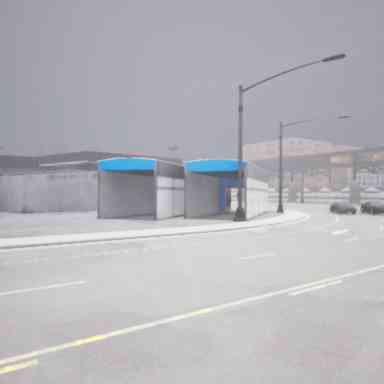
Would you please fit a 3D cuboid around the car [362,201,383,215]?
[{"bbox_3d":[21.296,1.830,38.760,1.882,1.535,5.008,0,-1,9],"label":"car"}]

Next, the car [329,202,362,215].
[{"bbox_3d":[17.929,1.879,39.707,2.033,1.411,5.357,0,0,8],"label":"car"}]
